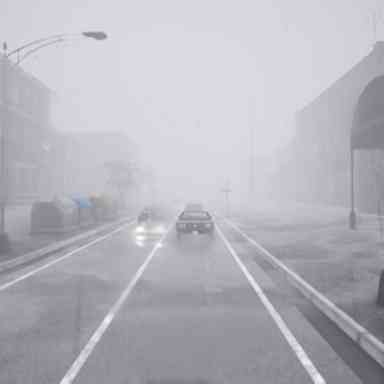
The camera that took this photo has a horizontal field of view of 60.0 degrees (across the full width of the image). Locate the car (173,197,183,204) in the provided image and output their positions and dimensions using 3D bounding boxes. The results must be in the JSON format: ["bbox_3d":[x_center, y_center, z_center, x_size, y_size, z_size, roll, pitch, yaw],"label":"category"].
[{"bbox_3d":[-2.785,1.747,67.322,2.033,1.411,5.357,0,0,0],"label":"car"}]

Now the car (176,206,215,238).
[{"bbox_3d":[0.156,1.640,17.956,1.895,1.301,4.718,0,0,0],"label":"car"}]

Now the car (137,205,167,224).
[{"bbox_3d":[-3.024,1.674,25.915,1.895,1.301,4.718,0,0,0],"label":"car"}]

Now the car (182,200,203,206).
[{"bbox_3d":[0.215,1.602,36.244,1.882,1.535,5.008,0,0,0],"label":"car"}]
